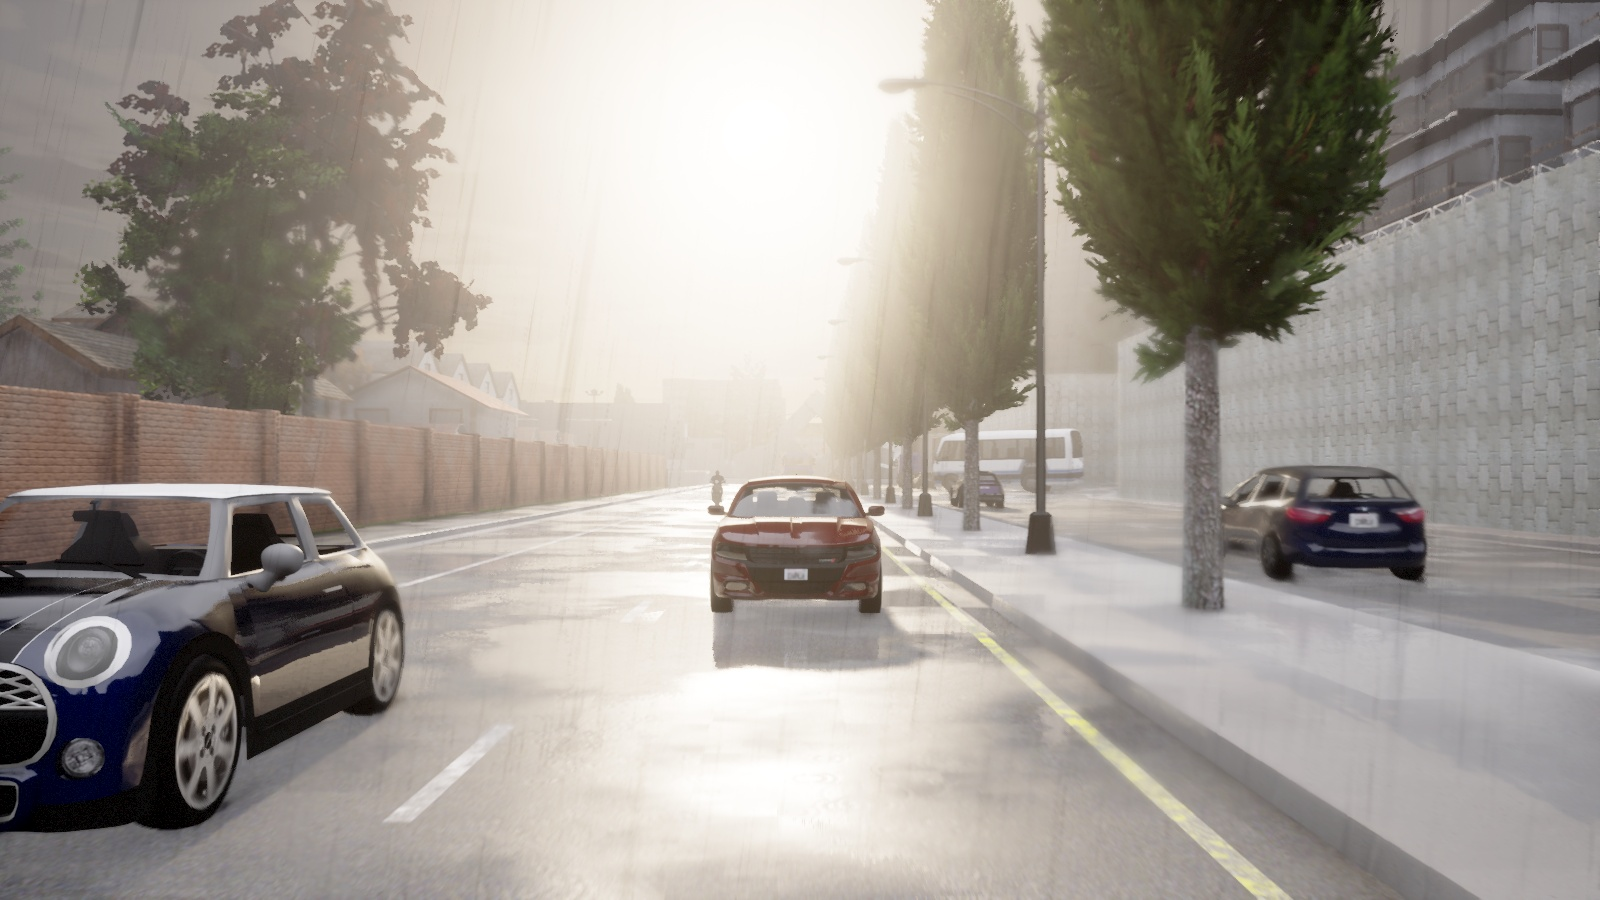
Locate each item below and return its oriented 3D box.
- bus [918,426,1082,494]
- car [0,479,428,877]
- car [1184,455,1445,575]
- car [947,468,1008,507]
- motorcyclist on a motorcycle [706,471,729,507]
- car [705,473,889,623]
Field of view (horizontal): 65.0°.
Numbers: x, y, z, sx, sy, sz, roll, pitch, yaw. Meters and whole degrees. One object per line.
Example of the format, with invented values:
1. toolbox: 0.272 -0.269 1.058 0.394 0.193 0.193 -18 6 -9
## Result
1. bus: 13.717 0.711 86.303 10.273 4.253 3.944 -2 0 28
2. car: -3.516 0.905 6.648 1.970 1.475 3.806 0 -1 0
3. car: 7.950 0.959 20.002 2.242 1.667 4.611 0 -1 0
4. car: 7.864 1.652 56.056 2.033 1.649 4.856 0 -1 0
5. motorcyclist on a motorcycle: -3.634 1.710 55.390 0.866 1.590 1.817 0 -1 0
6. car: -0.038 1.050 15.411 1.882 1.535 5.008 0 -1 0
